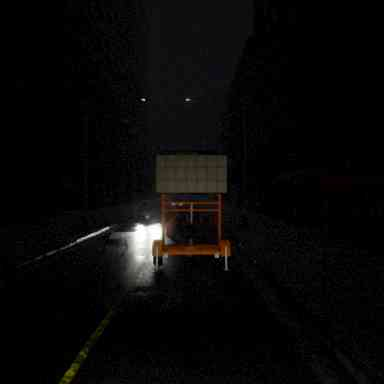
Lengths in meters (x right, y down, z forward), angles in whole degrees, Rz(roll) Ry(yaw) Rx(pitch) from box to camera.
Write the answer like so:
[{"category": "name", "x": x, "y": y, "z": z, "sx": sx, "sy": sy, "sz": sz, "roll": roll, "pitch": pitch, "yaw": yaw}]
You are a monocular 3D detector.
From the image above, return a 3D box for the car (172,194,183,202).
[{"category": "car", "x": -3.102, "y": 1.285, "z": 70.382, "sx": 2.150, "sy": 2.045, "sz": 5.566, "roll": 0, "pitch": 0, "yaw": 0}]

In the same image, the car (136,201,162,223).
[{"category": "car", "x": -3.136, "y": 1.506, "z": 25.871, "sx": 2.128, "sy": 1.511, "sz": 4.902, "roll": 0, "pitch": 0, "yaw": 0}]

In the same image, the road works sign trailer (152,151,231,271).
[{"category": "road works sign trailer", "x": -0.014, "y": 0.468, "z": 10.927, "sx": 2.380, "sy": 3.560, "sz": 2.880, "roll": 0, "pitch": 0, "yaw": 0}]
